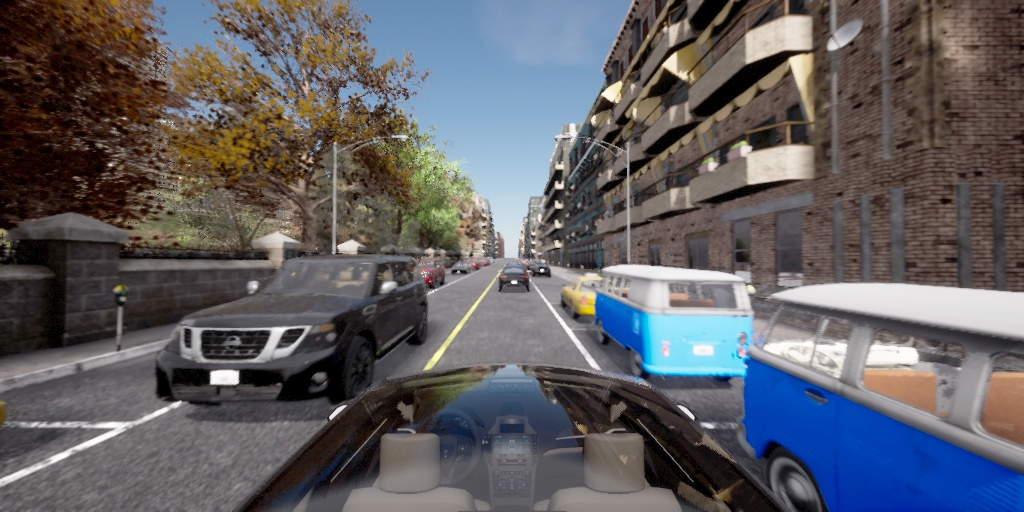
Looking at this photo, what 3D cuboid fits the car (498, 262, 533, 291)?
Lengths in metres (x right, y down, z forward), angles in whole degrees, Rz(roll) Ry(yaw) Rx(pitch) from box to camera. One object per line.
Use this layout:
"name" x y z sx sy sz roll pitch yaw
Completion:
"car" 0.126 1.286 22.105 1.812 1.442 4.674 0 0 0

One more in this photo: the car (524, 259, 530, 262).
"car" 2.747 1.338 45.583 1.948 1.339 4.313 0 0 0

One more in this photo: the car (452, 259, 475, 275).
"car" -5.641 1.335 40.070 1.948 1.339 4.313 0 0 0

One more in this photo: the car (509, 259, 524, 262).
"car" 0.155 1.335 44.004 1.994 1.385 4.181 0 0 0

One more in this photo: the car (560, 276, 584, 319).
"car" 2.704 1.281 12.612 1.751 1.417 4.829 0 0 0

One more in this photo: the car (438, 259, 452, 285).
"car" -5.662 1.076 23.500 2.192 1.841 5.009 0 0 0

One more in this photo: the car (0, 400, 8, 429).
"car" -5.691 1.275 1.237 1.751 1.417 4.829 0 0 0

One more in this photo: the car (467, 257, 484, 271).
"car" -5.626 1.090 51.118 2.192 1.841 5.009 0 0 0

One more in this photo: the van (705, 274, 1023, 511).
"van" 2.690 1.091 1.396 1.690 1.789 3.998 0 0 0

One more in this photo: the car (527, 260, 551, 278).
"car" 2.732 1.332 34.535 1.948 1.339 4.313 0 0 0

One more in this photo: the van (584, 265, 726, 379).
"van" 2.697 1.093 6.919 1.690 1.789 3.998 0 0 0

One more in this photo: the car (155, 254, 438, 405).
"car" -3.094 0.977 6.636 2.150 2.045 5.566 0 0 0
